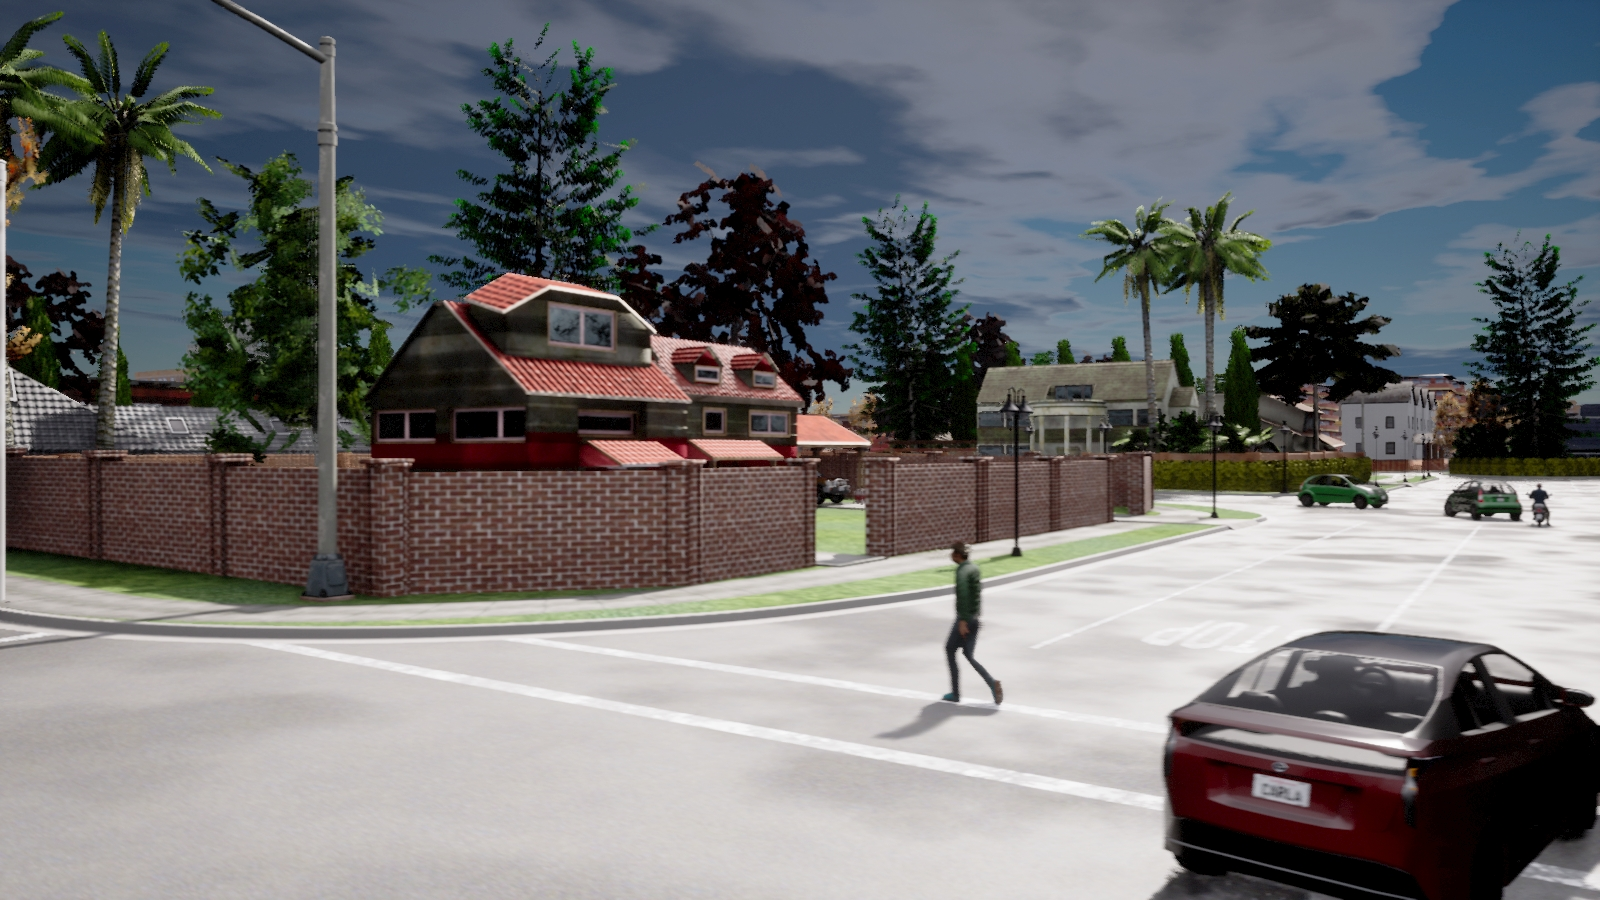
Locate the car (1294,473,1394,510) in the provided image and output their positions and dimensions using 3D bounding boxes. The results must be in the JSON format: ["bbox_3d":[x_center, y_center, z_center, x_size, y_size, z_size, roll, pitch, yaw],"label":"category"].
[{"bbox_3d":[26.482,1.999,55.721,1.851,1.617,3.988,0,0,-35],"label":"car"}]

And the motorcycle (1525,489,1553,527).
[{"bbox_3d":[27.843,2.176,43.029,0.856,1.341,1.805,0,0,33],"label":"motorcycle"}]

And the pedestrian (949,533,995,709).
[{"bbox_3d":[1.896,1.869,12.605,0.375,1.860,0.375,0,0,36],"label":"pedestrian"}]

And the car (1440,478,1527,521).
[{"bbox_3d":[28.624,2.053,48.005,1.851,1.617,3.988,0,0,10],"label":"car"}]

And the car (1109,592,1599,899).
[{"bbox_3d":[4.217,2.041,8.059,2.007,1.525,4.514,0,0,44],"label":"car"}]
